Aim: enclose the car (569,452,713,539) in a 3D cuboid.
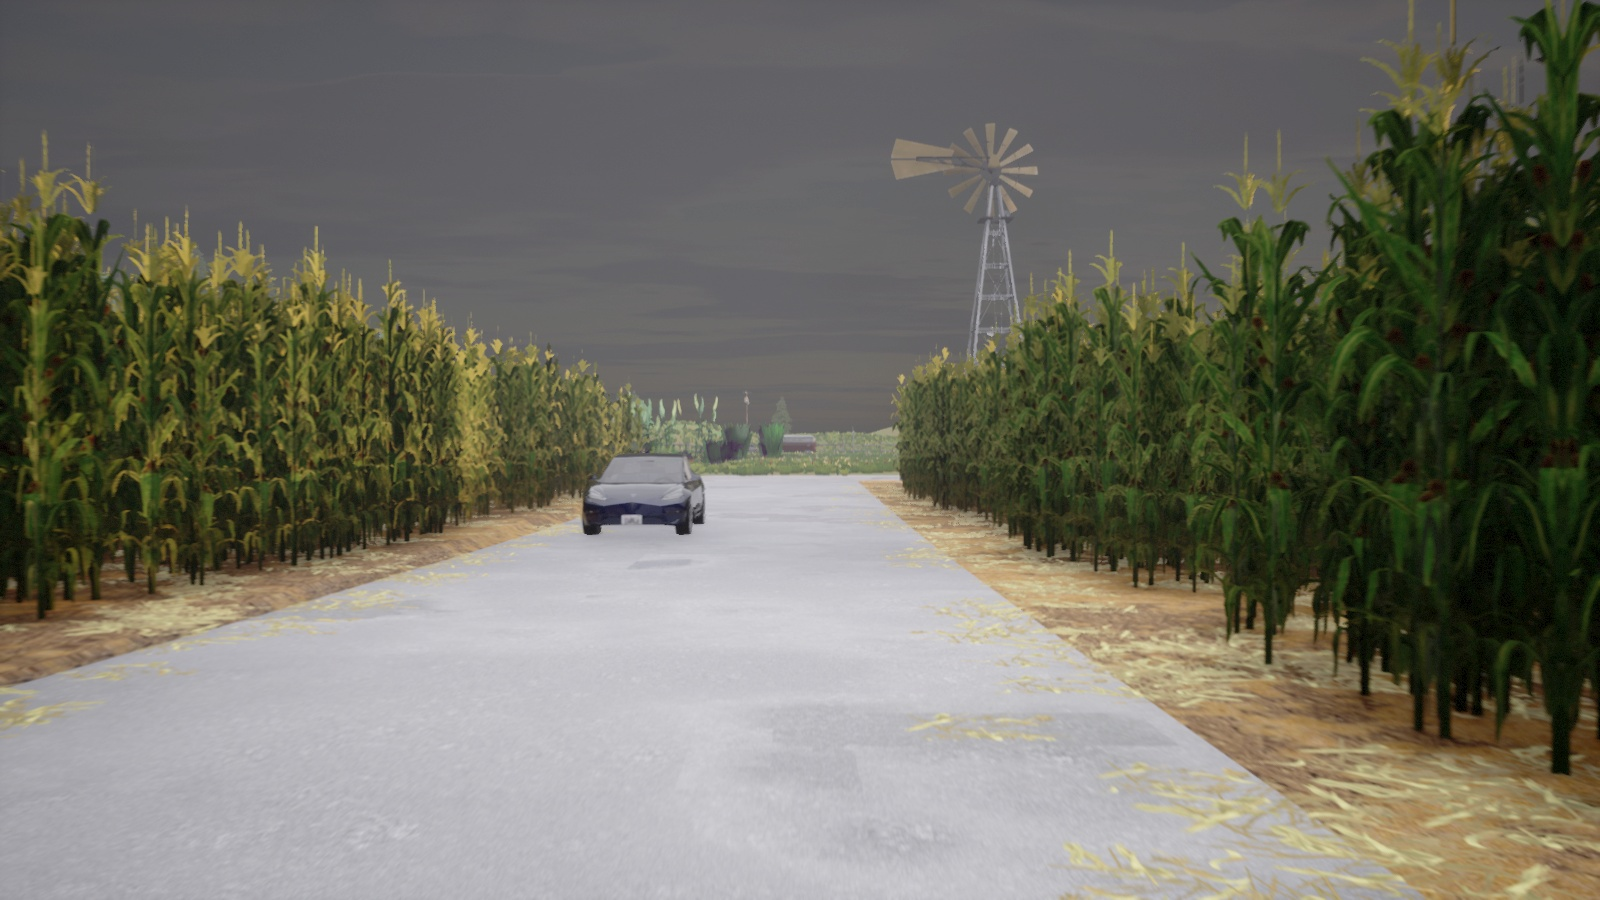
[{"bbox_3d":[-2.946,0.790,24.337,2.163,1.488,4.792,0,0,0],"label":"car"}]
